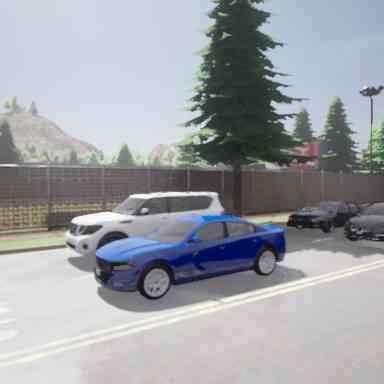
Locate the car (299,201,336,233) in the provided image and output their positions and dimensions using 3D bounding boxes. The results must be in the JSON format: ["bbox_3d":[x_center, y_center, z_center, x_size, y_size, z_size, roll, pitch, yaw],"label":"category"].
[{"bbox_3d":[7.262,1.161,16.996,5.357,1.411,2.033,-1,1,-33],"label":"car"}]

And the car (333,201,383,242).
[{"bbox_3d":[8.096,1.173,13.358,4.892,1.490,1.837,-1,1,-33],"label":"car"}]

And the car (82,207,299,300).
[{"bbox_3d":[0.152,1.330,8.221,5.008,1.535,1.882,-1,1,-33],"label":"car"}]

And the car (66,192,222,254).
[{"bbox_3d":[-1.336,1.035,11.426,5.566,2.045,2.150,-1,1,-33],"label":"car"}]
